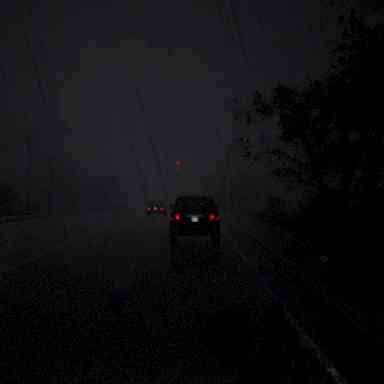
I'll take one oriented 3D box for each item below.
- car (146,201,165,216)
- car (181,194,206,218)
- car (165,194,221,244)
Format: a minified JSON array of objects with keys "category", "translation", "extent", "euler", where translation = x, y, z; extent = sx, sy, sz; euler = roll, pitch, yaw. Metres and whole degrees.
[{"category":"car","translation":[-3.368,1.583,32.074],"extent":[2.033,1.411,5.357],"euler":[0,-1,-2]},{"category":"car","translation":[0.105,1.241,31.215],"extent":[2.150,2.045,5.566],"euler":[0,-1,0]},{"category":"car","translation":[0.107,1.153,15.683],"extent":[2.150,2.045,5.566],"euler":[0,0,0]}]
